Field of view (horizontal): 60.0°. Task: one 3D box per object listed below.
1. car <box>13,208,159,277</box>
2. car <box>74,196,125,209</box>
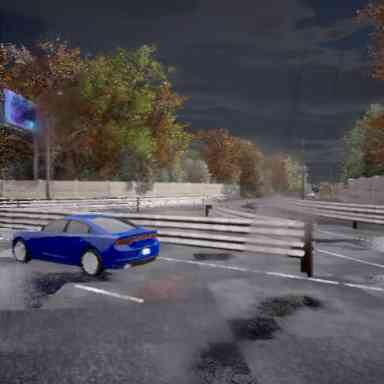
[{"bbox_3d":[-3.309,1.386,9.951,5.008,1.535,1.882,0,1,31],"label":"car"},{"bbox_3d":[-9.175,1.174,33.195,5.008,1.535,1.882,0,1,-36],"label":"car"}]
